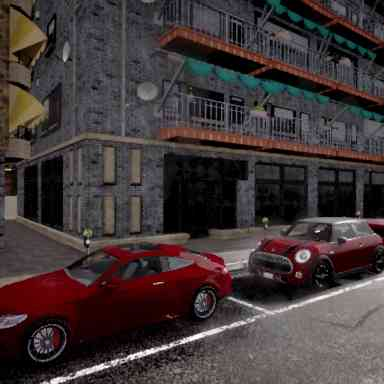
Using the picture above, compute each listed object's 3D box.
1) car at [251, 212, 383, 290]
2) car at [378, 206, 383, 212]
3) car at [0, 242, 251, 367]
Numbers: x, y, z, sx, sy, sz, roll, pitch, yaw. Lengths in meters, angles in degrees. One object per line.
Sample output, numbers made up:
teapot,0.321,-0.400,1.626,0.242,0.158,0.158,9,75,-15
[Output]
car,3.423,1.443,9.016,4.097,1.590,1.967,0,0,-36
car,8.028,1.322,12.315,5.009,1.841,2.192,0,0,-36
car,-1.180,1.582,5.718,4.206,1.307,1.802,0,0,-36
